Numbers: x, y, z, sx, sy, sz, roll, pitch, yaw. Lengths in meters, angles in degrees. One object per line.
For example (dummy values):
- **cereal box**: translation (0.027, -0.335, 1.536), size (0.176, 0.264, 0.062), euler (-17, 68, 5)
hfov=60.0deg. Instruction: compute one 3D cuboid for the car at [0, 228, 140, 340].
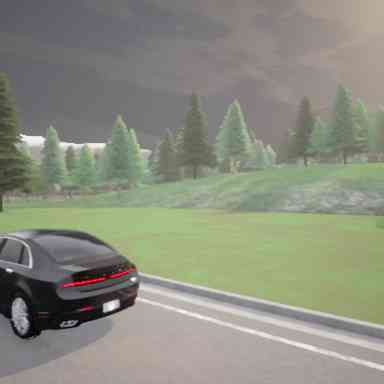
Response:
- **car**: translation (-3.129, 1.487, 6.608), size (4.892, 1.490, 1.837), euler (0, 0, 38)
